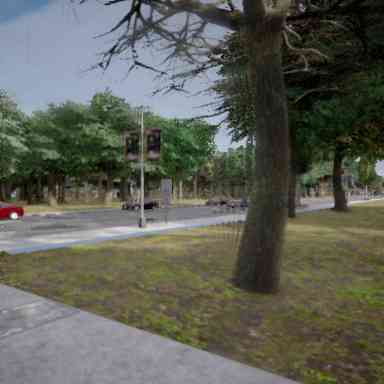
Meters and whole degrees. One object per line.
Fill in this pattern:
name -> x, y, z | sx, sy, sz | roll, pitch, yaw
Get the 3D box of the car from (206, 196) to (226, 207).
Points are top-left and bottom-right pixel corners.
car -> 4.136, 1.446, 53.884 | 2.097, 1.767, 4.553 | 0, 0, 36

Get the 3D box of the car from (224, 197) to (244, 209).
car -> 7.067, 1.629, 46.707 | 2.033, 1.411, 5.357 | 0, 0, 36

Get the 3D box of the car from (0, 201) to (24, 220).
car -> -15.845, 1.503, 26.046 | 1.882, 1.535, 5.008 | 0, 0, 36

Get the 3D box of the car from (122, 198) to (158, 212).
car -> -6.153, 1.529, 39.625 | 1.882, 1.535, 5.008 | 0, 0, 36

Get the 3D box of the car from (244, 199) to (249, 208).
car -> 9.144, 1.587, 44.037 | 1.837, 1.490, 4.892 | 0, 0, 37
